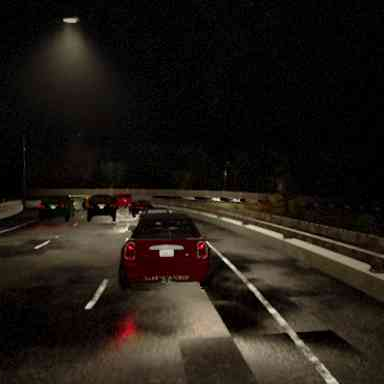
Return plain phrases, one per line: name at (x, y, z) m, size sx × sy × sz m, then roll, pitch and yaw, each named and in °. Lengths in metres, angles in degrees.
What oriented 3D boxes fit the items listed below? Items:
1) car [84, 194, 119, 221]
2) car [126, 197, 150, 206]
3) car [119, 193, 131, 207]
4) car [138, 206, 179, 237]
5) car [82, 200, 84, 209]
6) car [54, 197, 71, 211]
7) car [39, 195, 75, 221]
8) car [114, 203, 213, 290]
car at (-7.326, 1.215, 27.152) m, size 2.150 × 2.045 × 5.566 m, roll 0°, pitch 0°, yaw -14°
car at (-4.714, 1.494, 30.541) m, size 1.837 × 1.490 × 4.892 m, roll 0°, pitch 0°, yaw -16°
car at (-9.221, 1.208, 43.266) m, size 2.150 × 2.045 × 5.566 m, roll 0°, pitch 0°, yaw -22°
car at (-2.022, 1.555, 18.802) m, size 1.994 × 1.385 × 4.181 m, roll 0°, pitch 0°, yaw -10°
car at (-13.362, 1.467, 43.895) m, size 1.882 × 1.535 × 5.008 m, roll 0°, pitch 0°, yaw -24°
car at (-16.628, 1.499, 42.643) m, size 1.837 × 1.490 × 4.892 m, roll 0°, pitch 0°, yaw -24°
car at (-10.899, 1.219, 27.042) m, size 2.150 × 2.045 × 5.566 m, roll 0°, pitch 0°, yaw -15°
car at (-0.735, 1.347, 9.329) m, size 2.097 × 1.767 × 4.553 m, roll 0°, pitch 0°, yaw -5°
